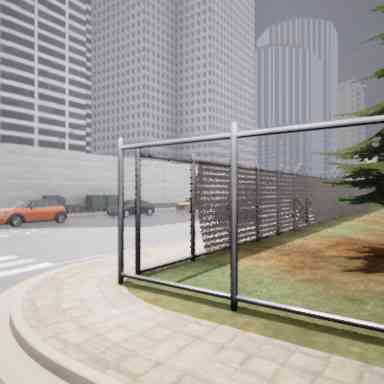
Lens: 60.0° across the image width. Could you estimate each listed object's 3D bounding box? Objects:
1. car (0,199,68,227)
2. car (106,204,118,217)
[{"bbox_3d":[-10.710,1.275,22.039,2.097,1.767,4.553,0,0,35],"label":"car"},{"bbox_3d":[-5.384,1.428,29.554,1.837,1.490,4.892,0,0,36],"label":"car"}]
